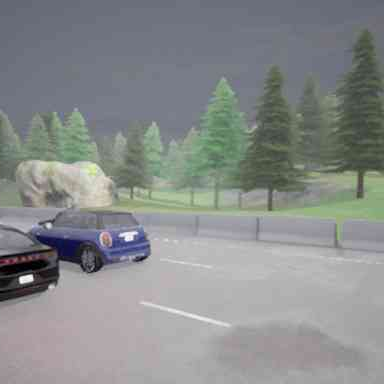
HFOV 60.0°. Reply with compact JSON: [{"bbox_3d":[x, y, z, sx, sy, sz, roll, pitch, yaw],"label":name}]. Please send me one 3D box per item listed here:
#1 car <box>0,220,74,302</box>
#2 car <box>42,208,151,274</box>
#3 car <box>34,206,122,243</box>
[{"bbox_3d":[-5.097,1.473,7.629,5.008,1.535,1.882,0,0,36],"label":"car"},{"bbox_3d":[-3.543,1.348,10.819,4.553,1.767,2.097,0,0,36],"label":"car"},{"bbox_3d":[-5.842,1.534,16.759,4.674,1.442,1.812,0,0,36],"label":"car"}]
